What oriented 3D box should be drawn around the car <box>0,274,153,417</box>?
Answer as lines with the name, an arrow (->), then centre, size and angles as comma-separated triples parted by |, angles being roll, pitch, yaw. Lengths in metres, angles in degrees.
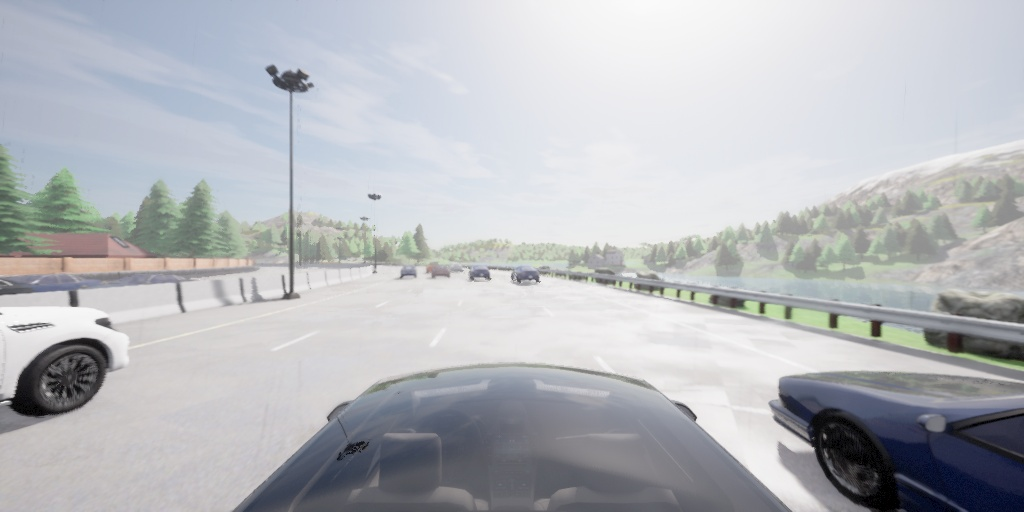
car -> -6.840, 1.044, 2.961 | 2.150, 2.045, 5.566 | 0, 0, -1

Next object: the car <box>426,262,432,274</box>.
car -> -11.614, 1.663, 53.387 | 2.097, 1.767, 4.553 | 0, -1, -16

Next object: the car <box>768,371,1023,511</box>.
car -> 3.619, 1.262, 1.270 | 2.033, 1.411, 5.357 | 0, 0, 0

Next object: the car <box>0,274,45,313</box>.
car -> -21.623, 1.548, 13.545 | 1.837, 1.490, 4.892 | 0, 0, -5

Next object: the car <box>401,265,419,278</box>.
car -> -11.536, 1.743, 40.402 | 2.033, 1.411, 5.357 | 0, -1, -14

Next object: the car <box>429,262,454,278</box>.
car -> -8.005, 1.729, 40.409 | 1.994, 1.385, 4.181 | 0, 0, -13

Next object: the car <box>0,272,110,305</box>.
car -> -25.705, 1.681, 19.542 | 2.033, 1.411, 5.357 | 0, -1, -7

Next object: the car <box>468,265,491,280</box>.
car -> -3.275, 1.608, 35.762 | 1.812, 1.442, 4.674 | 0, 0, -11

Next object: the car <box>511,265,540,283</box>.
car -> 1.099, 1.525, 30.808 | 1.812, 1.442, 4.674 | 0, 0, -10

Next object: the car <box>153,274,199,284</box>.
car -> -18.519, 1.606, 18.193 | 2.033, 1.411, 5.357 | 0, -1, -6

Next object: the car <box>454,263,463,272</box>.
car -> -9.035, 1.846, 56.863 | 1.812, 1.442, 4.674 | 0, -1, -19
